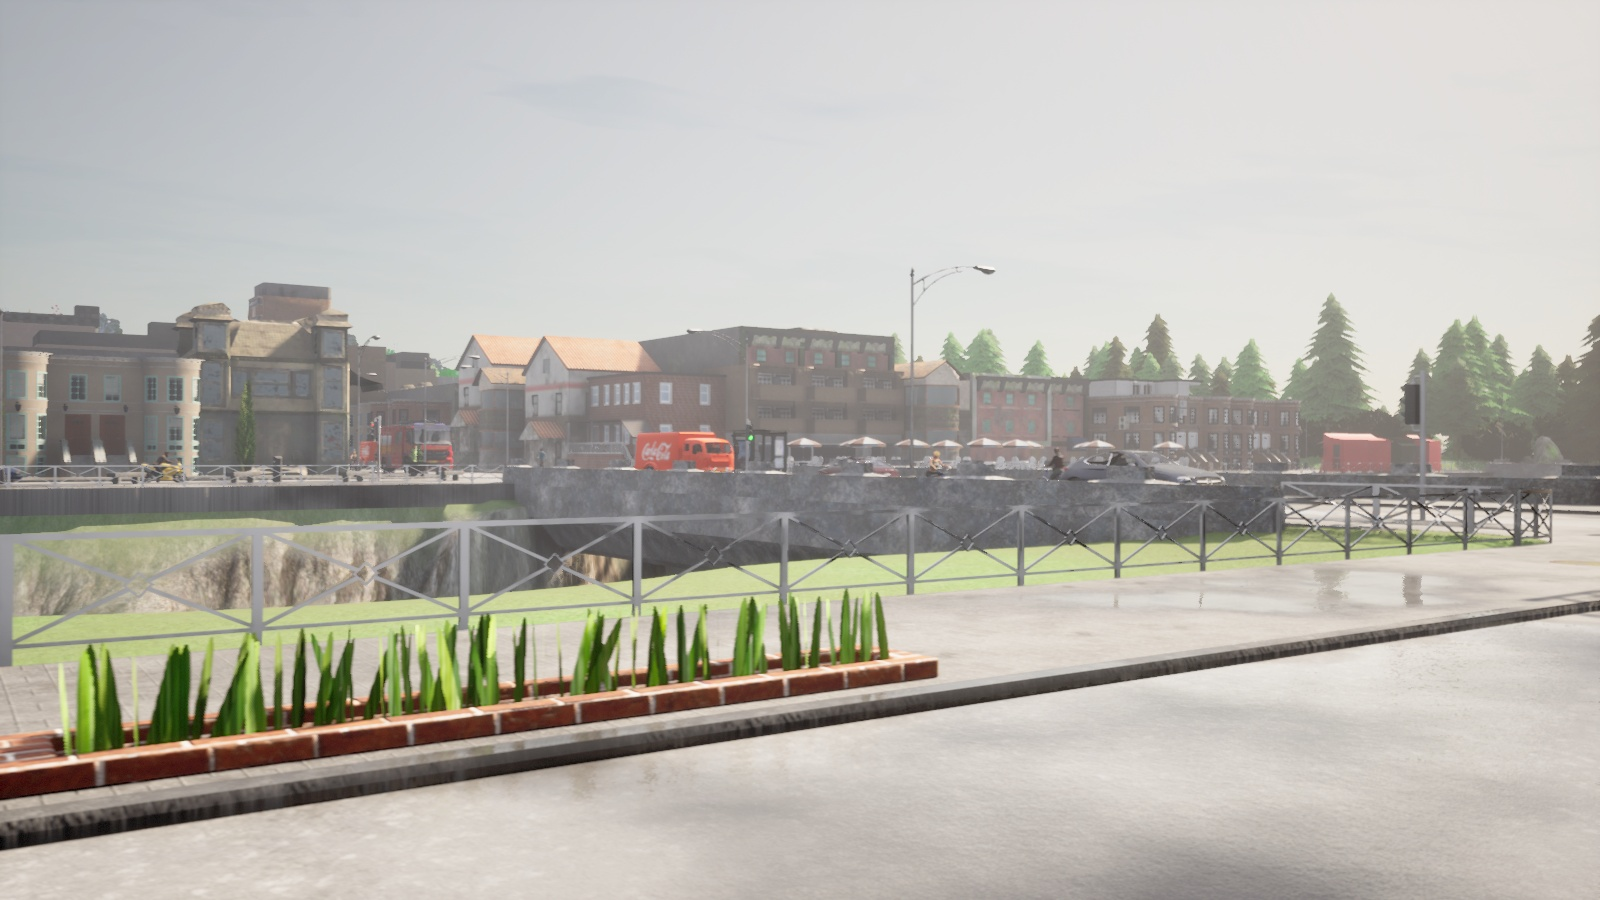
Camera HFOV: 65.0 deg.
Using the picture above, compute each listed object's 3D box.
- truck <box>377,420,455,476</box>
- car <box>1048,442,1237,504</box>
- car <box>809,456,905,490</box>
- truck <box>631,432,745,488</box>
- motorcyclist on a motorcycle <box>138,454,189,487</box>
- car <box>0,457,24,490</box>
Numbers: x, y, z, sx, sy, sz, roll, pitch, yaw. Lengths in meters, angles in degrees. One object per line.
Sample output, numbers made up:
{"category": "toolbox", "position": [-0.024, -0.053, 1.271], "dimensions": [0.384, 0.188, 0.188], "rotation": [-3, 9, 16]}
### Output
{"category": "truck", "position": [-27.526, -0.112, 89.760], "dimensions": [2.891, 3.827, 8.468], "rotation": [0, 0, -35]}
{"category": "car", "position": [9.774, 0.621, 36.243], "dimensions": [2.152, 1.651, 5.027], "rotation": [0, 0, -35]}
{"category": "car", "position": [2.405, 0.969, 53.811], "dimensions": [1.994, 1.385, 4.181], "rotation": [0, 0, -35]}
{"category": "truck", "position": [-5.156, 0.437, 57.368], "dimensions": [2.627, 2.467, 5.204], "rotation": [0, 0, -41]}
{"category": "motorcyclist on a motorcycle", "position": [-29.785, 0.943, 58.739], "dimensions": [2.044, 1.523, 0.797], "rotation": [0, 0, -35]}
{"category": "car", "position": [-36.596, 1.003, 53.995], "dimensions": [5.357, 1.411, 2.033], "rotation": [0, 0, -35]}
